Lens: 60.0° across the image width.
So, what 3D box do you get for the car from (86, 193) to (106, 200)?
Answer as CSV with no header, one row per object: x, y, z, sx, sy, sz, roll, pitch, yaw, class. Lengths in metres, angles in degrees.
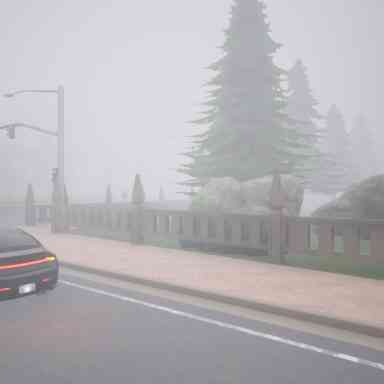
-15.889,1.209,53.242,2.150,2.045,5.566,0,0,36,car

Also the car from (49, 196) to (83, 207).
-20.120,1.501,53.334,1.837,1.490,4.892,0,0,36,car

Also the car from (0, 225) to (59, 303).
-4.960,1.504,7.473,4.892,1.490,1.837,0,0,36,car

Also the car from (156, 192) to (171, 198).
-5.107,0.757,68.256,2.033,1.411,5.357,0,4,35,car

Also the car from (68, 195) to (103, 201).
-15.602,1.523,47.623,1.812,1.442,4.674,0,0,36,car

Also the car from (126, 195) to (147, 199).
-11.016,1.053,66.034,1.837,1.490,4.892,0,3,36,car
